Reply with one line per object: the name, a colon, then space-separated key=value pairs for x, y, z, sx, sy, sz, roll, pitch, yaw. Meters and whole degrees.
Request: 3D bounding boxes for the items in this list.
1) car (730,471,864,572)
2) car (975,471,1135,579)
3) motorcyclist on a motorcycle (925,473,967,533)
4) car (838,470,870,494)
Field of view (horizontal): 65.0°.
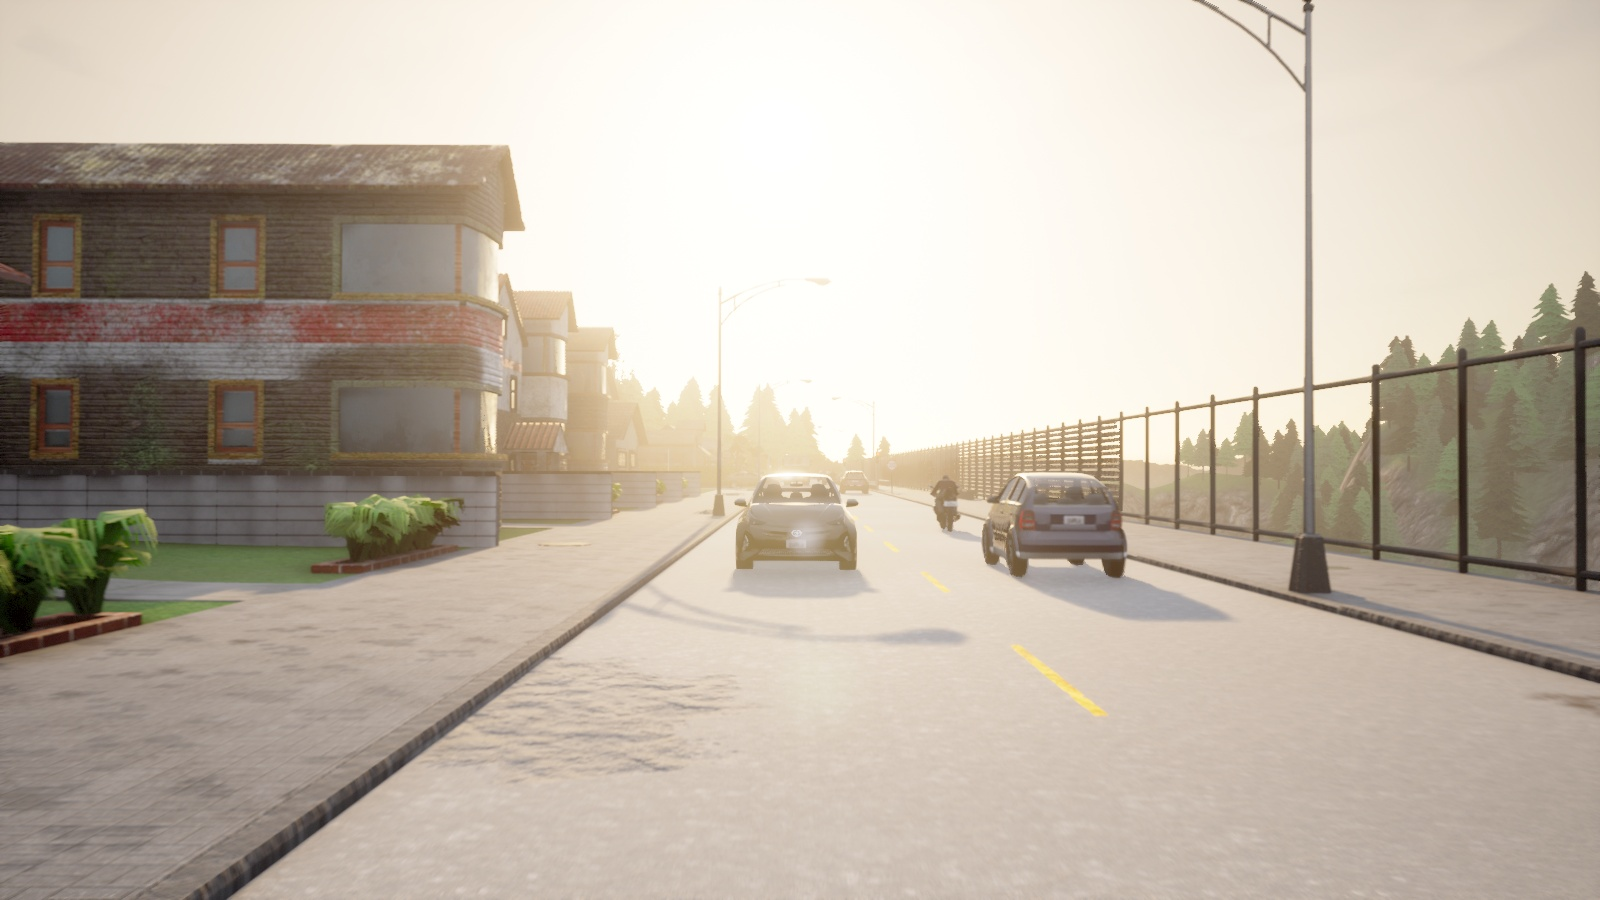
car: x=-0.052 y=1.116 z=21.191 sx=2.007 sy=1.525 sz=4.514 roll=0 pitch=-1 yaw=0
car: x=3.951 y=1.113 z=20.065 sx=1.789 sy=1.549 sz=3.705 roll=0 pitch=-1 yaw=0
motorcyclist on a motorcycle: x=3.918 y=1.400 z=33.783 sx=0.866 sy=1.530 sz=2.191 roll=0 pitch=-1 yaw=0
car: x=3.786 y=2.205 z=88.148 sx=2.033 sy=1.649 sz=4.856 roll=0 pitch=-1 yaw=0
